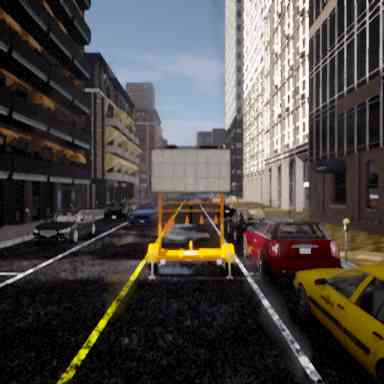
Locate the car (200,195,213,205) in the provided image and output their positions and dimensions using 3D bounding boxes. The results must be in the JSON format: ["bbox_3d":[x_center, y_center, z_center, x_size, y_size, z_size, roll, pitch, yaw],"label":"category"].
[{"bbox_3d":[2.538,1.392,54.964,1.887,1.381,4.507,0,0,0],"label":"car"}]

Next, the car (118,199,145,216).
[{"bbox_3d":[-5.780,1.429,32.178,1.752,1.417,4.829,0,0,0],"label":"car"}]

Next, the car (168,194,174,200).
[{"bbox_3d":[-5.937,1.324,88.833,2.008,1.369,4.403,0,0,0],"label":"car"}]

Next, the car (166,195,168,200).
[{"bbox_3d":[-5.858,1.415,60.590,1.802,1.307,4.206,0,0,0],"label":"car"}]

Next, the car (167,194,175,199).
[{"bbox_3d":[-5.951,1.313,94.481,2.008,1.369,4.403,0,0,0],"label":"car"}]

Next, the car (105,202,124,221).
[{"bbox_3d":[-5.765,1.485,26.699,1.947,1.339,4.313,0,0,0],"label":"car"}]

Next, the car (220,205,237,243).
[{"bbox_3d":[2.647,1.502,15.426,2.008,1.369,4.403,0,0,0],"label":"car"}]

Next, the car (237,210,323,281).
[{"bbox_3d":[2.663,1.409,9.776,1.967,1.590,4.097,0,0,0],"label":"car"}]

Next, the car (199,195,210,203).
[{"bbox_3d":[2.506,1.371,66.262,2.008,1.369,4.403,0,0,0],"label":"car"}]

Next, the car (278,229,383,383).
[{"bbox_3d":[2.678,1.511,4.298,1.752,1.417,4.829,0,0,0],"label":"car"}]

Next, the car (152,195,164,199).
[{"bbox_3d":[-5.842,1.287,54.941,1.967,1.590,4.097,0,0,0],"label":"car"}]

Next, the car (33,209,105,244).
[{"bbox_3d":[-5.733,1.502,15.402,2.008,1.369,4.403,0,0,0],"label":"car"}]

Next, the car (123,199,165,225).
[{"bbox_3d":[-3.166,1.475,23.713,2.033,1.411,5.357,0,0,0],"label":"car"}]

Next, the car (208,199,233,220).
[{"bbox_3d":[2.617,1.485,26.722,1.947,1.339,4.313,0,0,0],"label":"car"}]

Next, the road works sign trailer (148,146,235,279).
[{"bbox_3d":[-0.027,0.433,9.924,2.380,3.560,2.880,0,0,0],"label":"road works sign trailer"}]
